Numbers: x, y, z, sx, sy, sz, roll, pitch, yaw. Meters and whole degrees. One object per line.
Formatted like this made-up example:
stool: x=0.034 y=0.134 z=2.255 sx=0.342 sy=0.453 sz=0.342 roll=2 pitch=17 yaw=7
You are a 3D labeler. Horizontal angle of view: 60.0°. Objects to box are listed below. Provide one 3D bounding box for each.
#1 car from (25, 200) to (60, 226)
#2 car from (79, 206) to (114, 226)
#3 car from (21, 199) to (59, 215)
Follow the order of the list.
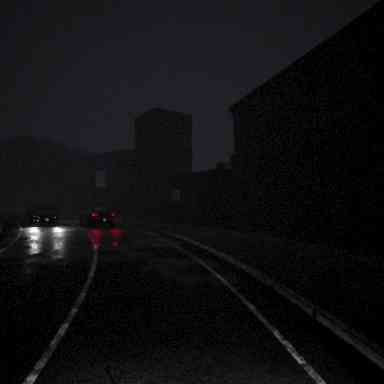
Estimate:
car: x=-10.997 y=1.598 z=24.364 sx=1.837 sy=1.490 sz=4.892 roll=3 pitch=-1 yaw=-32
car: x=-7.216 y=1.757 z=25.134 sx=1.812 sy=1.442 sz=4.674 roll=2 pitch=-1 yaw=-29
car: x=-17.101 y=1.661 z=37.402 sx=4.902 sy=1.511 sz=2.128 roll=1 pitch=-3 yaw=43
